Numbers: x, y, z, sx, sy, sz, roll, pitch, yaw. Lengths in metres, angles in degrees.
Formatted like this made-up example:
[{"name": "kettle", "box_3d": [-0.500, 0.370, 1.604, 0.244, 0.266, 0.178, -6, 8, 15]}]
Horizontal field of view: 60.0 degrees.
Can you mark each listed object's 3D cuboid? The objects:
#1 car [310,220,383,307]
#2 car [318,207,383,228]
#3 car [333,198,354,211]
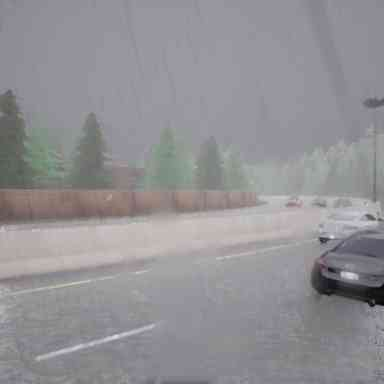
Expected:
[{"name": "car", "box_3d": [4.548, 1.576, 7.674, 4.181, 1.385, 1.994, 0, 0, -40]}, {"name": "car", "box_3d": [7.273, 1.550, 14.894, 4.674, 1.442, 1.812, 0, 0, -44]}, {"name": "car", "box_3d": [19.482, 1.561, 42.637, 2.128, 1.511, 4.902, 0, 0, 29]}]
